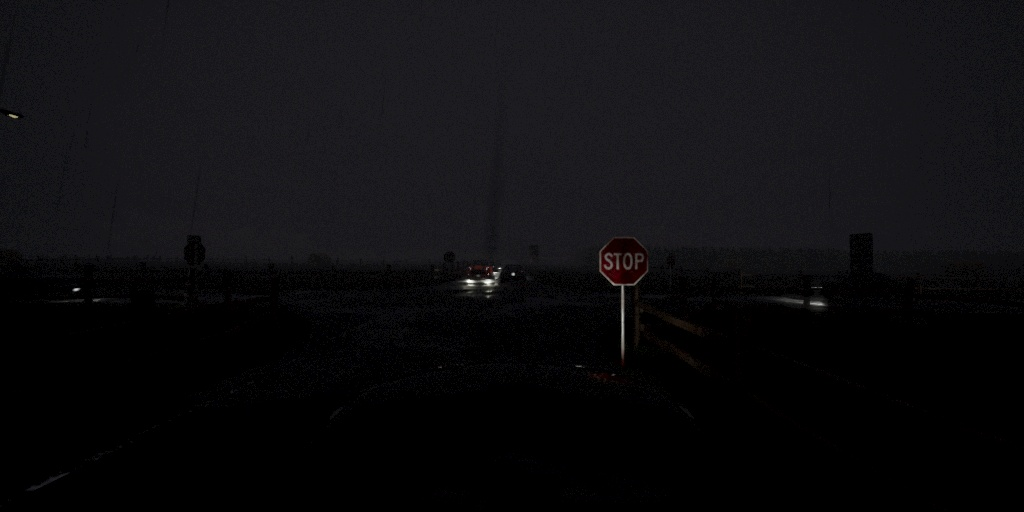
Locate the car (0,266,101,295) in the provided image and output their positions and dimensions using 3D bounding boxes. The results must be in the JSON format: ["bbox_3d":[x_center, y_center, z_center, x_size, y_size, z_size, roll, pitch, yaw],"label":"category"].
[{"bbox_3d":[-20.658,1.081,15.172,4.718,1.301,1.895,1,-1,-1],"label":"car"}]

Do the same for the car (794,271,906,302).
[{"bbox_3d":[17.395,1.532,18.576,4.892,1.490,1.837,1,-1,-1],"label":"car"}]

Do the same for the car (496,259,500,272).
[{"bbox_3d":[-2.861,1.280,46.524,1.837,1.490,4.892,0,0,0],"label":"car"}]

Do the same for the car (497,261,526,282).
[{"bbox_3d":[0.091,1.325,28.657,1.994,1.385,4.181,0,0,0],"label":"car"}]

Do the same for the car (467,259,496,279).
[{"bbox_3d":[-2.862,1.117,32.596,2.097,1.767,4.553,0,0,0],"label":"car"}]
